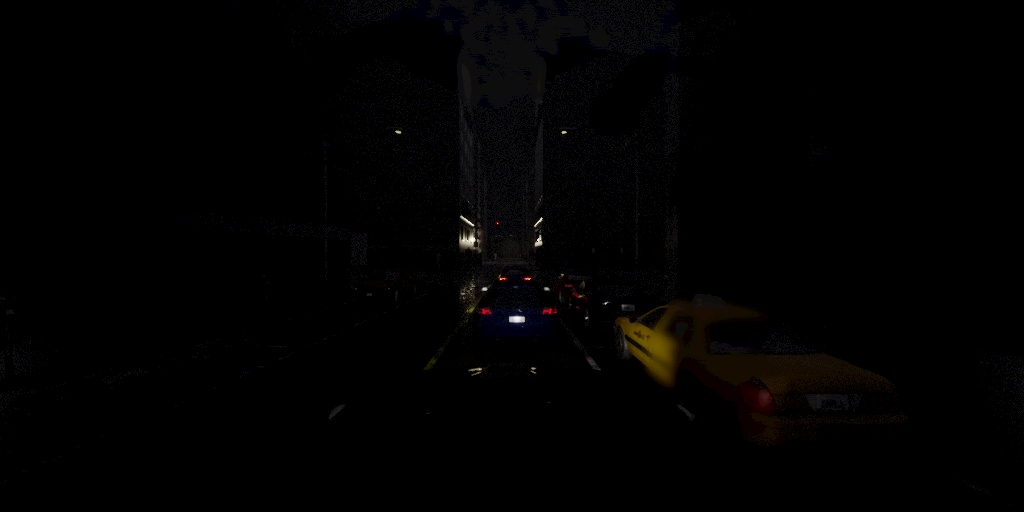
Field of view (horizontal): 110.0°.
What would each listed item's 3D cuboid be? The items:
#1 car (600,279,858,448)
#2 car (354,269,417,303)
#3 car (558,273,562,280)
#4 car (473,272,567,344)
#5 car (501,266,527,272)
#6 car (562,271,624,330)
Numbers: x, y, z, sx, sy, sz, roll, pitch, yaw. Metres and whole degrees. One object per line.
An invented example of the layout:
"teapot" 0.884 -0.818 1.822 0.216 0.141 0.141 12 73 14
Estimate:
"car" 2.875 1.274 5.504 1.751 1.417 4.829 0 0 0
"car" -5.667 1.290 16.506 1.888 1.381 4.507 0 0 0
"car" 2.878 1.327 16.506 1.802 1.307 4.207 0 0 0
"car" 0.102 1.312 9.605 1.994 1.385 4.181 0 0 0
"car" 0.107 1.270 19.619 1.812 1.442 4.674 0 0 -2
"car" 2.877 1.313 10.920 1.948 1.339 4.313 0 0 0
